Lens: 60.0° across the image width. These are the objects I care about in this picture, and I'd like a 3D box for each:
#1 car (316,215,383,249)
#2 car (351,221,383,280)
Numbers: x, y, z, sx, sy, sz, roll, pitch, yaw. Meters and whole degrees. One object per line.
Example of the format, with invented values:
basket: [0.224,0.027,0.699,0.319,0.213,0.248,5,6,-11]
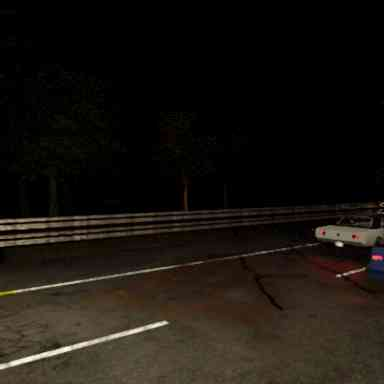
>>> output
car: [7.025,1.550,13.049,4.718,1.301,1.895,0,0,-35]
car: [6.492,1.509,8.370,5.357,1.411,2.033,0,0,-35]
